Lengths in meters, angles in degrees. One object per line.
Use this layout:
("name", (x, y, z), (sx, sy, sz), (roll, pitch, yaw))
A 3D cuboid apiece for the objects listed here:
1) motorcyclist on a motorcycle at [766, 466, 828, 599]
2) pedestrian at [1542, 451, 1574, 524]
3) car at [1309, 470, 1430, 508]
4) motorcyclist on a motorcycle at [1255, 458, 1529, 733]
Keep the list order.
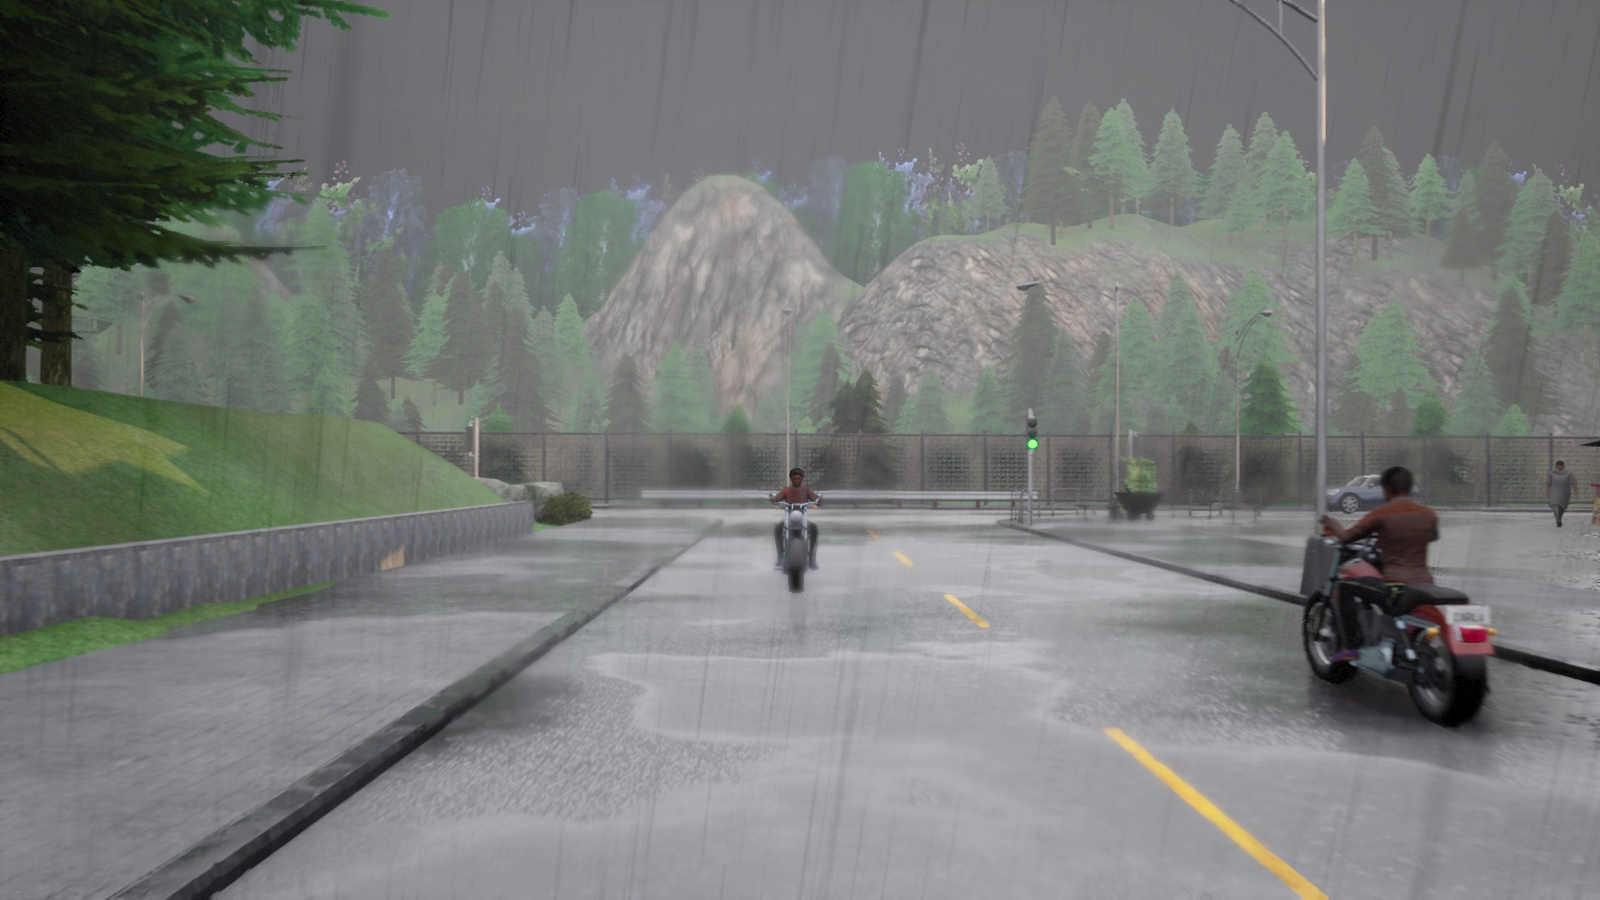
("motorcyclist on a motorcycle", (-0.039, 1.048, 16.896), (0.766, 1.649, 2.350), (0, -1, 0))
("pedestrian", (20.778, 1.018, 34.423), (0.659, 1.952, 0.873), (-1, -1, 27))
("car", (22.258, 1.514, 49.172), (3.806, 1.475, 1.970), (0, -1, 0))
("motorcyclist on a motorcycle", (3.980, 0.895, 8.714), (0.766, 1.649, 2.350), (0, -1, 0))
